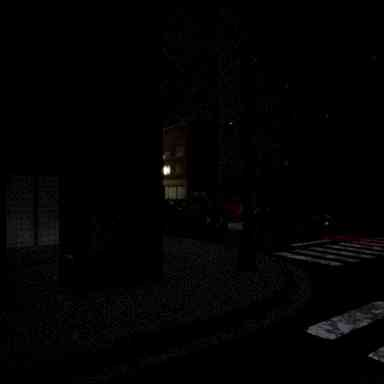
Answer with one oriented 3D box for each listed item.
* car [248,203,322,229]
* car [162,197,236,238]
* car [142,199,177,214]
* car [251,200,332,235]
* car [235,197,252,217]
[{"bbox_3d":[6.162,1.529,22.694,1.752,1.417,4.829,0,0,-35],"label":"car"},{"bbox_3d":[-0.284,1.284,17.912,2.192,1.841,5.009,0,0,-35],"label":"car"},{"bbox_3d":[-3.611,1.529,36.441,1.887,1.381,4.507,0,0,-35],"label":"car"},{"bbox_3d":[5.524,1.473,19.210,1.882,1.535,5.008,0,0,-35],"label":"car"},{"bbox_3d":[2.971,1.312,27.184,2.192,1.841,5.009,0,0,-35],"label":"car"}]
